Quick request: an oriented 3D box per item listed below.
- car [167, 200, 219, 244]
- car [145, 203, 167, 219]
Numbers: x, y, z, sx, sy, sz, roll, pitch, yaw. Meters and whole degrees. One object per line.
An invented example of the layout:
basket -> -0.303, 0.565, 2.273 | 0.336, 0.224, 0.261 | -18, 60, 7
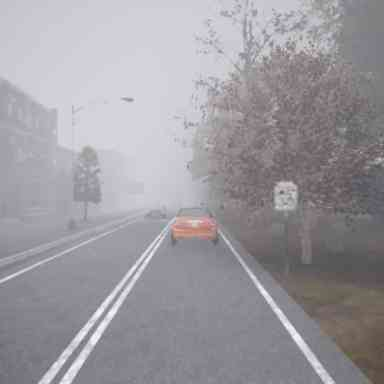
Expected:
car -> 0.118, 1.434, 16.354 | 2.097, 1.767, 4.553 | 0, -1, 0
car -> -3.285, 1.785, 31.761 | 1.812, 1.442, 4.674 | 0, -1, 0
